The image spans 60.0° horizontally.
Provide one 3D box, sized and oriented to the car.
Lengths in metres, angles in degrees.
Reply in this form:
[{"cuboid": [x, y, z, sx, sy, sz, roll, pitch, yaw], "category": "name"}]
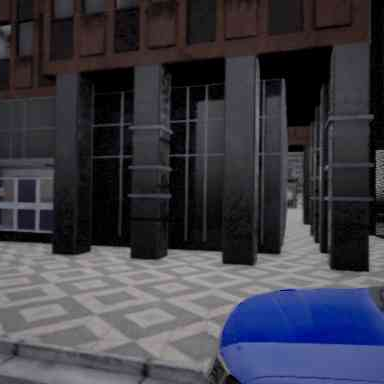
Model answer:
[{"cuboid": [2.783, 1.265, 2.095, 5.566, 2.045, 2.150, 0, -1, 16], "category": "car"}]
